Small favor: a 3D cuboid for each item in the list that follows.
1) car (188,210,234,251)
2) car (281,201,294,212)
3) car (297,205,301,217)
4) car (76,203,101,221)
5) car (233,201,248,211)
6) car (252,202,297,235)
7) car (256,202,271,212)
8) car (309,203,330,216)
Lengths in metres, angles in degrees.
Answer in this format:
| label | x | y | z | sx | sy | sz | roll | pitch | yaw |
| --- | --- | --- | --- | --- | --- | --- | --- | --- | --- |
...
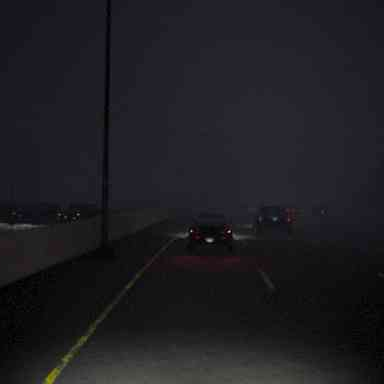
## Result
| label | x | y | z | sx | sy | sz | roll | pitch | yaw |
| --- | --- | --- | --- | --- | --- | --- | --- | --- | --- |
| car | 0.855 | 1.671 | 14.861 | 1.812 | 1.442 | 4.674 | 1 | -1 | 4 |
| car | 14.745 | 2.217 | 51.132 | 1.812 | 1.442 | 4.674 | 1 | 0 | 16 |
| car | 11.226 | 2.061 | 37.541 | 2.033 | 1.411 | 5.357 | 1 | -1 | 13 |
| car | -8.644 | 1.596 | 26.044 | 1.837 | 1.490 | 4.892 | 1 | -1 | 8 |
| car | 7.441 | 2.134 | 51.002 | 1.994 | 1.385 | 4.181 | 1 | 0 | 16 |
| car | 5.034 | 1.622 | 21.294 | 2.097 | 1.767 | 4.553 | 1 | -1 | 7 |
| car | 10.869 | 2.221 | 50.345 | 1.895 | 1.301 | 4.718 | 1 | -1 | 16 |
| car | 15.685 | 2.123 | 40.887 | 1.837 | 1.490 | 4.892 | 0 | 0 | 13 |
